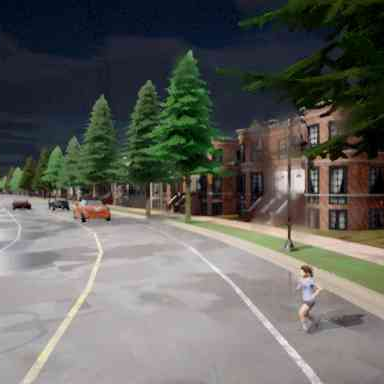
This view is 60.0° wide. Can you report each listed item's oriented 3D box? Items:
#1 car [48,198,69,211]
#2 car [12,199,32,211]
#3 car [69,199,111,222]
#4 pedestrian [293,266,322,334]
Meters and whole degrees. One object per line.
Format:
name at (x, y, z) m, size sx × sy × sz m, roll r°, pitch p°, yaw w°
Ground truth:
car at (-15.809, 1.444, 39.382) m, size 1.837 × 1.490 × 4.892 m, roll 0°, pitch -1°, yaw -31°
car at (-20.421, 1.543, 39.871) m, size 1.895 × 1.301 × 4.718 m, roll 0°, pitch 0°, yaw -31°
car at (-7.963, 1.314, 26.127) m, size 2.097 × 1.767 × 4.553 m, roll 0°, pitch 0°, yaw -29°
pedestrian at (1.876, 1.666, 5.286) m, size 0.500 × 1.100 × 0.500 m, roll 0°, pitch 0°, yaw -7°
